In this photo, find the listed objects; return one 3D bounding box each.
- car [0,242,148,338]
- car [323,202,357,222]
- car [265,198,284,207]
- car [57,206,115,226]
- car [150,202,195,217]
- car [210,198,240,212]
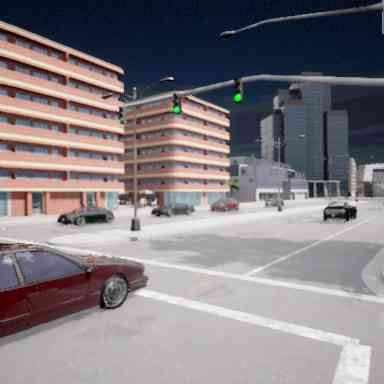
[{"bbox_3d":[-3.171,1.597,5.642,2.033,1.411,5.357,-1,0,36],"label":"car"},{"bbox_3d":[11.899,1.541,26.626,2.128,1.511,4.902,-1,0,36],"label":"car"},{"bbox_3d":[13.609,1.674,54.725,2.128,1.511,4.902,-1,0,36],"label":"car"},{"bbox_3d":[-7.877,1.745,24.974,1.994,1.385,4.181,-1,0,36],"label":"car"},{"bbox_3d":[-1.792,1.728,33.448,2.033,1.411,5.357,-1,0,36],"label":"car"},{"bbox_3d":[4.112,1.534,41.657,2.097,1.767,4.553,-1,-1,36],"label":"car"}]
